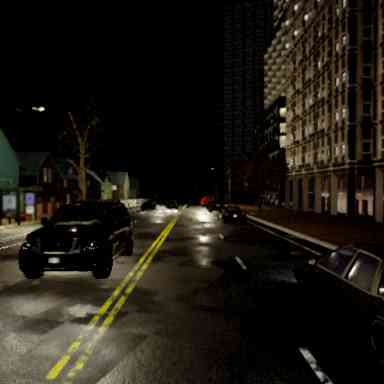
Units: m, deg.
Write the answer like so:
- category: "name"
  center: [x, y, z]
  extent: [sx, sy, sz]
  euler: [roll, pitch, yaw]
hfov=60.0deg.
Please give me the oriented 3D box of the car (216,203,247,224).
- category: "car"
  center: [3.364, 1.878, 27.918]
  extent: [1.994, 1.385, 4.181]
  euler: [0, -1, 0]

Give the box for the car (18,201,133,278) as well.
- category: "car"
  center: [-3.345, 1.339, 10.833]
  extent: [2.150, 2.045, 5.566]
  euler: [0, -1, 0]

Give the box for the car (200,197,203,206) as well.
- category: "car"
  center: [3.285, 2.002, 66.083]
  extent: [2.150, 2.045, 5.566]
  euler: [0, -1, 0]

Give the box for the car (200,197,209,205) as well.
- category: "car"
  center: [3.297, 2.293, 88.089]
  extent: [2.150, 2.045, 5.566]
  euler: [0, -1, 0]

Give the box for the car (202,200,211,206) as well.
- category: "car"
  center: [3.291, 2.525, 77.081]
  extent: [1.895, 1.301, 4.718]
  euler: [0, -1, 0]

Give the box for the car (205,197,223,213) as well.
- category: "car"
  center: [3.273, 1.859, 44.015]
  extent: [2.097, 1.767, 4.553]
  euler: [0, -1, 0]

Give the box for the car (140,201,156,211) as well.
- category: "car"
  center: [-6.542, 2.132, 50.501]
  extent: [2.033, 1.411, 5.357]
  euler: [0, -1, 0]

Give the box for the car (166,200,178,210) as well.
- category: "car"
  center: [-3.277, 2.134, 55.248]
  extent: [2.128, 1.511, 4.902]
  euler: [0, -1, 0]

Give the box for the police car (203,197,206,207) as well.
- category: "police car"
  center: [3.279, 2.067, 55.157]
  extent: [1.930, 1.638, 5.238]
  euler: [0, -1, 0]

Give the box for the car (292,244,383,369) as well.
- category: "car"
  center: [3.353, 1.610, 5.665]
  extent: [2.033, 1.411, 5.357]
  euler: [0, -1, 0]
